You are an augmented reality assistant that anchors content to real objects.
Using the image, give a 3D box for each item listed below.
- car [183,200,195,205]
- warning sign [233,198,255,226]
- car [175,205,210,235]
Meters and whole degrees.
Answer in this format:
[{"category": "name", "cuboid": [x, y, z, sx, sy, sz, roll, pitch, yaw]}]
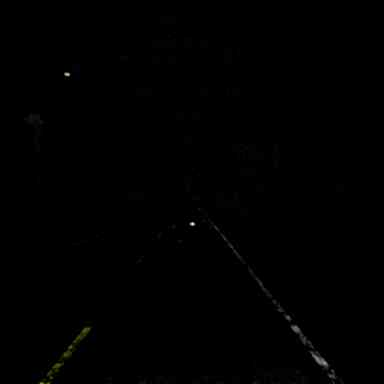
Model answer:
[{"category": "car", "cuboid": [-0.424, 1.955, 49.554, 1.837, 1.490, 4.892, 0, 0, -1]}, {"category": "warning sign", "cuboid": [3.469, 1.314, 22.277, 1.300, 1.860, 1.060, 1, 0, 0]}, {"category": "car", "cuboid": [0.020, 1.745, 20.217, 1.994, 1.385, 4.181, 0, -1, 0]}]
